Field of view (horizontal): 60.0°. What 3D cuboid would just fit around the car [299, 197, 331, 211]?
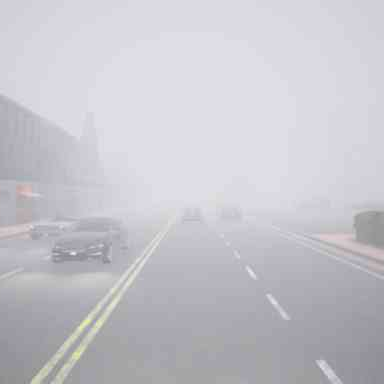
[{"bbox_3d":[17.691,1.703,47.041,3.866,1.878,1.905,0,-1,-2],"label":"car"}]

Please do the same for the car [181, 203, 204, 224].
[{"bbox_3d":[0.045,1.877,27.972,2.033,1.411,5.357,0,-1,0],"label":"car"}]

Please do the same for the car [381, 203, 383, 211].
[{"bbox_3d":[18.273,1.473,27.428,3.866,1.878,1.905,0,-1,-2],"label":"car"}]

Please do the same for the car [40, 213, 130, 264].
[{"bbox_3d":[-3.583,1.656,12.515,1.837,1.490,4.892,0,-1,0],"label":"car"}]

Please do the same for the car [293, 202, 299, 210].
[{"bbox_3d":[17.665,1.734,49.936,4.605,1.855,1.932,0,-1,-2],"label":"car"}]

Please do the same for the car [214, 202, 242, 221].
[{"bbox_3d":[3.538,1.937,31.820,1.994,1.385,4.181,0,-1,0],"label":"car"}]

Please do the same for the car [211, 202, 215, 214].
[{"bbox_3d":[3.488,1.980,42.792,1.882,1.535,5.008,0,0,0],"label":"car"}]

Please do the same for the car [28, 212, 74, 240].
[{"bbox_3d":[-7.122,1.821,18.415,1.895,1.301,4.718,0,-1,0],"label":"car"}]
